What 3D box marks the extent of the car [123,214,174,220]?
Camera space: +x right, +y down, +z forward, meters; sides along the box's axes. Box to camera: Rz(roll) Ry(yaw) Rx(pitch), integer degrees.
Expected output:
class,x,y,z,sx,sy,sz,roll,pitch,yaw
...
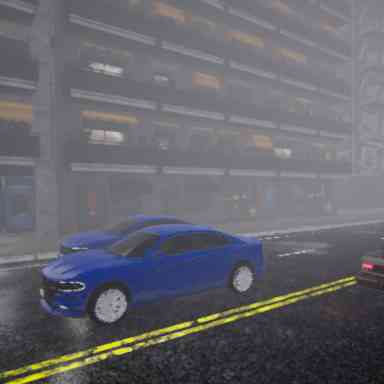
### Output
class,x,y,z,sx,sy,sz,roll,pitch,yaw
car,-1.553,1.482,10.563,5.008,1.535,1.882,0,0,-36

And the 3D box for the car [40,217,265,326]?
class,x,y,z,sx,sy,sz,roll,pitch,yaw
car,-0.583,1.481,7.262,5.008,1.535,1.882,0,0,-36

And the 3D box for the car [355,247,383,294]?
class,x,y,z,sx,sy,sz,roll,pitch,yaw
car,5.892,1.556,7.643,5.357,1.411,2.033,0,0,-36
